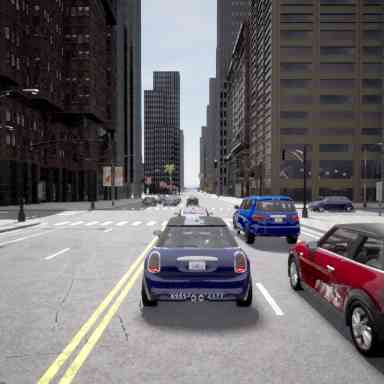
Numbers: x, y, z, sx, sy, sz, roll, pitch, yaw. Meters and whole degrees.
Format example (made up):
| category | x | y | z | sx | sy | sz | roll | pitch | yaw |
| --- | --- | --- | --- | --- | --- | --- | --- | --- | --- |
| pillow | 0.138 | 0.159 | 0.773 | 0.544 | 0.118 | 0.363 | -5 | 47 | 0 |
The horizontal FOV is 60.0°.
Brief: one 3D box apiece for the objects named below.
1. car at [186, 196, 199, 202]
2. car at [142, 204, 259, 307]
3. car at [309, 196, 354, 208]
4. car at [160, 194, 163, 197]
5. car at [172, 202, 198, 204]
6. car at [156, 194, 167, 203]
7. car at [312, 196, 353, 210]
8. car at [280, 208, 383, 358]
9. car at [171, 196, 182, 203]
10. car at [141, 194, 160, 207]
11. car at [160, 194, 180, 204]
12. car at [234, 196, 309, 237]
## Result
| category | x | y | z | sx | sy | sz | roll | pitch | yaw |
| --- | --- | --- | --- | --- | --- | --- | --- | --- | --- |
| car | 0.081 | 1.468 | 53.773 | 1.837 | 1.490 | 4.892 | 0 | 0 | 0 |
| car | 0.094 | 1.348 | 8.138 | 2.097 | 1.767 | 4.553 | 0 | 0 | 0 |
| car | 15.345 | 1.278 | 36.934 | 4.553 | 1.767 | 2.097 | 0 | 1 | -1 |
| car | -6.586 | 1.524 | 61.309 | 1.994 | 1.385 | 4.181 | 0 | 0 | 0 |
| car | 0.090 | 1.480 | 17.075 | 2.128 | 1.511 | 4.902 | 0 | 0 | 0 |
| car | -6.515 | 1.312 | 71.280 | 2.097 | 1.767 | 4.553 | 0 | 0 | 0 |
| car | 16.671 | 1.324 | 39.635 | 4.097 | 1.590 | 1.967 | 0 | 1 | 0 |
| car | 3.344 | 1.349 | 6.180 | 2.097 | 1.767 | 4.553 | 0 | 0 | 0 |
| car | -3.265 | 1.497 | 71.473 | 2.033 | 1.411 | 5.357 | 0 | 0 | 0 |
| car | -6.597 | 1.469 | 51.389 | 1.837 | 1.490 | 4.892 | 0 | 0 | 2 |
| car | -3.343 | 1.490 | 51.331 | 1.812 | 1.442 | 4.674 | 0 | 0 | 2 |
| car | 3.349 | 1.211 | 15.890 | 2.150 | 2.045 | 5.566 | 0 | 0 | -2 |
